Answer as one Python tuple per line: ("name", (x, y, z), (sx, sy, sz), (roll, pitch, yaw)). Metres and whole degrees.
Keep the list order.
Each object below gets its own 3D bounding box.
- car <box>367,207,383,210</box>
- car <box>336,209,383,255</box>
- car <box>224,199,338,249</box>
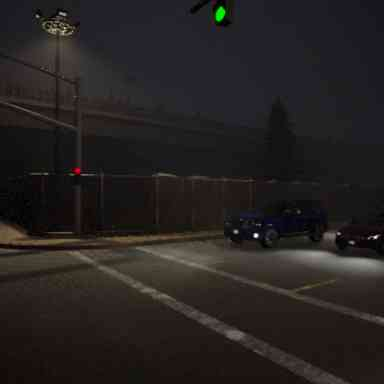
("car", (12.041, 1.691, 21.162), (5.008, 1.535, 1.882), (1, 0, -35))
("car", (7.942, 1.657, 13.939), (4.674, 1.442, 1.812), (1, 0, -35))
("car", (4.085, 1.331, 15.494), (5.566, 2.045, 2.150), (1, 0, -35))
